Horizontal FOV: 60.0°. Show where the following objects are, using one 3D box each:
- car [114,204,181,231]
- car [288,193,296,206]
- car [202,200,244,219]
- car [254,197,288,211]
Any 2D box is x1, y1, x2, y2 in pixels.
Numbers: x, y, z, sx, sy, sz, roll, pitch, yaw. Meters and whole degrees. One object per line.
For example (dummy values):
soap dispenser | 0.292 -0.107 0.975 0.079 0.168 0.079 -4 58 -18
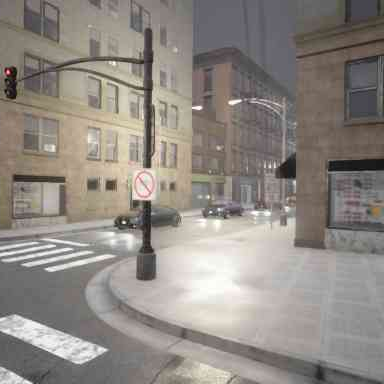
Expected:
car | -2.421 1.388 18.887 1.994 1.385 4.181 1 1 34
car | 13.713 0.870 42.991 2.097 1.767 4.553 1 1 34
car | 2.493 1.296 26.254 1.994 1.385 4.181 1 1 34
car | 7.991 1.191 34.481 1.994 1.385 4.181 1 1 34
